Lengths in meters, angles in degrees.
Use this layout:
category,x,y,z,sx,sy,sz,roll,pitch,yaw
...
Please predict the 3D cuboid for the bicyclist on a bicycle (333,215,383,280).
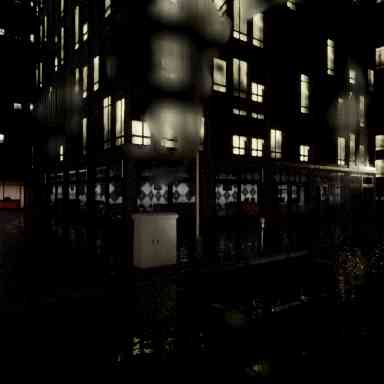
category,x,y,z,sx,sy,sz,roll,pitch,yaw
bicyclist on a bicycle,4.528,1.455,8.862,0.582,1.620,1.656,0,-2,-37
